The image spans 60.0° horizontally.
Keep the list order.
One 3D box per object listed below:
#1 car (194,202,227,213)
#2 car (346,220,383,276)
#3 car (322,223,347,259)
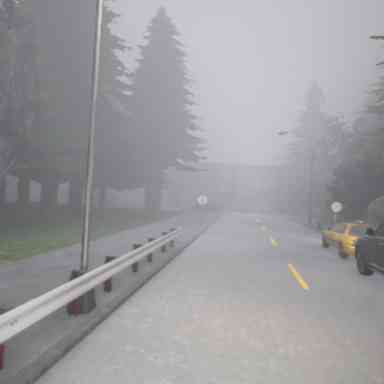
[{"bbox_3d":[2.712,2.171,48.598,4.902,1.511,2.128,3,-1,29],"label":"car"},{"bbox_3d":[6.177,1.599,8.781,2.150,2.045,5.566,0,-1,9],"label":"car"},{"bbox_3d":[7.204,2.006,14.847,1.801,1.575,5.366,3,-1,8],"label":"car"}]
